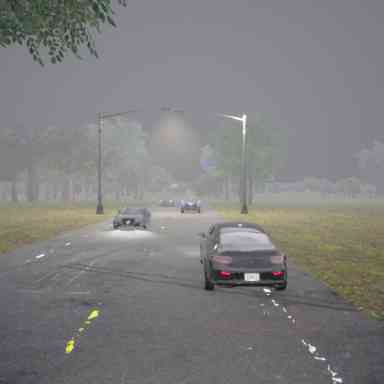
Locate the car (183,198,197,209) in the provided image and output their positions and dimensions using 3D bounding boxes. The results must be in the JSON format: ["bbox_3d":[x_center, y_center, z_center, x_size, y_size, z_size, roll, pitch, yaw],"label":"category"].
[{"bbox_3d":[-0.241,1.606,47.029,1.994,1.385,4.181,0,0,1],"label":"car"}]

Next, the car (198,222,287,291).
[{"bbox_3d":[1.178,1.524,8.901,1.812,1.442,4.674,0,0,0],"label":"car"}]

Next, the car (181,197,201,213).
[{"bbox_3d":[-0.126,1.377,37.363,2.097,1.767,4.553,0,0,0],"label":"car"}]

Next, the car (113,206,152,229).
[{"bbox_3d":[-3.712,1.568,21.292,1.994,1.385,4.181,0,0,0],"label":"car"}]

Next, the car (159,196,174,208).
[{"bbox_3d":[-3.762,1.399,49.498,2.097,1.767,4.553,0,0,0],"label":"car"}]
